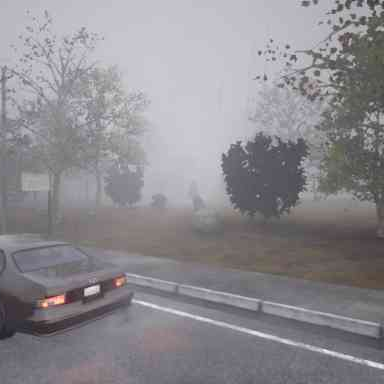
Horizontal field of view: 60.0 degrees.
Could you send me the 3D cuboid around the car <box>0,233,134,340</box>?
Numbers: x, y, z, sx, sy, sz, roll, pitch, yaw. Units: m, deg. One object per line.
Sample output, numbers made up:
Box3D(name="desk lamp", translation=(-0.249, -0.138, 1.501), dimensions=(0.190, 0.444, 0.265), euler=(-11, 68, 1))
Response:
Box3D(name="car", translation=(-3.569, 1.550, 6.530), dimensions=(5.357, 1.411, 2.033), euler=(0, 0, 35))
